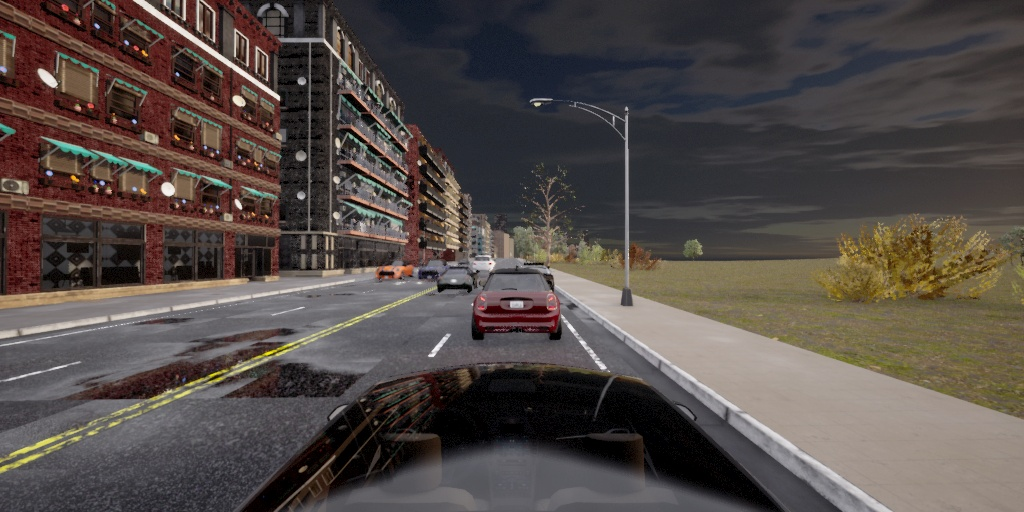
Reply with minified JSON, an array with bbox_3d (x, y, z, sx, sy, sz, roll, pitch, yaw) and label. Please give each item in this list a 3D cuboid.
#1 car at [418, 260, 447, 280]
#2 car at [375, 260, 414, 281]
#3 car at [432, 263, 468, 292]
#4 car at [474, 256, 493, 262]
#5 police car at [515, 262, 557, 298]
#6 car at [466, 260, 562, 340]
[{"bbox_3d":[-6.541,1.103,30.655,2.097,1.767,4.553,0,0,0],"label":"car"},{"bbox_3d":[-9.793,1.103,30.239,2.097,1.767,4.553,0,0,0],"label":"car"},{"bbox_3d":[-3.111,1.316,21.179,1.994,1.385,4.181,0,0,0],"label":"car"},{"bbox_3d":[-3.070,0.972,40.045,2.150,2.045,5.566,0,0,0],"label":"car"},{"bbox_3d":[1.173,1.177,19.622,1.930,1.638,5.238,0,0,0],"label":"police car"},{"bbox_3d":[0.112,1.103,10.126,2.097,1.767,4.553,0,0,0],"label":"car"}]
